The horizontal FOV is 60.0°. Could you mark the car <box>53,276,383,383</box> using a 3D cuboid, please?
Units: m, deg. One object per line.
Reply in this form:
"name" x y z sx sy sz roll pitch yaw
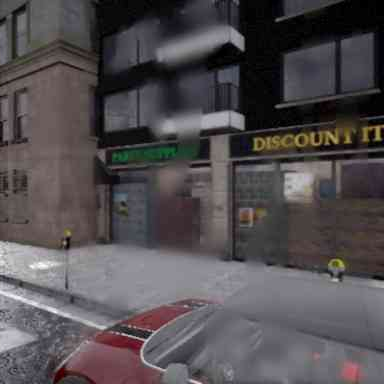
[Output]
"car" 0.701 1.442 2.578 4.097 1.590 1.967 0 0 35
